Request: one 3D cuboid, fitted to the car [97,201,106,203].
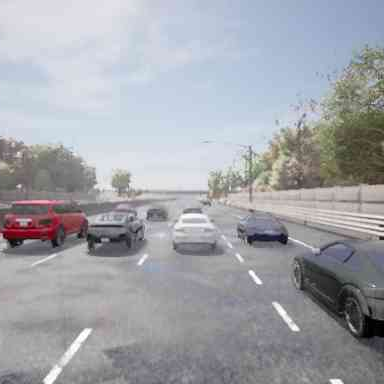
[{"bbox_3d":[-17.502,2.450,65.004,1.994,1.385,4.181,0,-1,0],"label":"car"}]

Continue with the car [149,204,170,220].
[{"bbox_3d":[-3.399,1.958,33.408,1.837,1.490,4.892,0,-1,0],"label":"car"}]

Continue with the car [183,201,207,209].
[{"bbox_3d":[0.103,1.944,33.339,2.128,1.511,4.902,0,-1,0],"label":"car"}]

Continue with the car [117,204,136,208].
[{"bbox_3d":[-6.899,1.994,34.482,1.812,1.442,4.674,0,-1,0],"label":"car"}]

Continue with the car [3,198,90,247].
[{"bbox_3d":[-6.900,1.442,16.315,2.150,2.045,5.566,0,-1,0],"label":"car"}]

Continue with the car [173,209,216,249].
[{"bbox_3d":[0.101,1.736,15.547,1.812,1.442,4.674,0,-1,0],"label":"car"}]

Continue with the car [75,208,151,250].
[{"bbox_3d":[-3.400,1.700,15.438,2.128,1.511,4.902,0,-1,0],"label":"car"}]

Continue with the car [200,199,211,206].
[{"bbox_3d":[3.502,2.616,79.777,1.837,1.490,4.892,0,-1,0],"label":"car"}]

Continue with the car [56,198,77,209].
[{"bbox_3d":[-24.499,2.120,65.200,2.150,2.045,5.566,0,-1,0],"label":"car"}]

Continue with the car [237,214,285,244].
[{"bbox_3d":[3.501,1.794,17.122,1.994,1.385,4.181,0,-1,0],"label":"car"}]

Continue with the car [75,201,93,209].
[{"bbox_3d":[-20.999,2.415,64.850,1.812,1.442,4.674,0,-1,0],"label":"car"}]

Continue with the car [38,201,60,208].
[{"bbox_3d":[-27.999,2.435,65.226,2.033,1.411,5.357,0,-1,0],"label":"car"}]

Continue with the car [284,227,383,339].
[{"bbox_3d":[3.506,1.649,6.729,1.994,1.385,4.181,0,-1,0],"label":"car"}]
